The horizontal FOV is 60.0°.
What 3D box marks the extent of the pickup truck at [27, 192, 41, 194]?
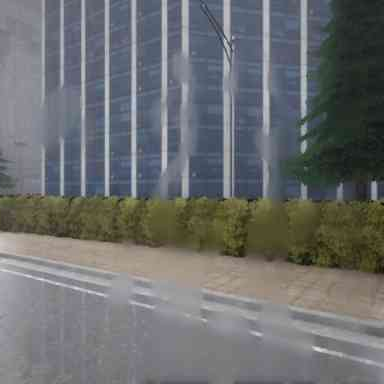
[{"bbox_3d":[-33.617,1.058,72.137,6.274,2.098,2.390,0,0,-26],"label":"pickup truck"}]
